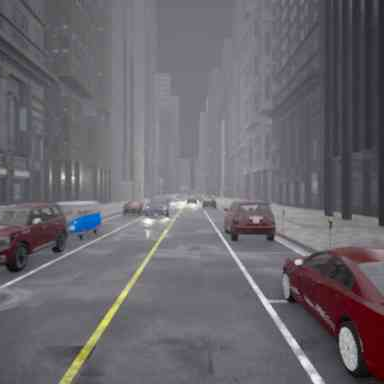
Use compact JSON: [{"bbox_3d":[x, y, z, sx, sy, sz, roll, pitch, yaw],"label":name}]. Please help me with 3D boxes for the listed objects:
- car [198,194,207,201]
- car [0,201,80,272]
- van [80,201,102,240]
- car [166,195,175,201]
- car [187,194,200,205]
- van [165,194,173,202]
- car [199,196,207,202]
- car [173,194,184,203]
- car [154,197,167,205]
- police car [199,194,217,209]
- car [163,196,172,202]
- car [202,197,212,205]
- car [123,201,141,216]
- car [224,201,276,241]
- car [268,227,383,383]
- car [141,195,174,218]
[{"bbox_3d":[2.758,1.457,89.939,2.192,1.841,5.009,0,0,0],"label":"car"},{"bbox_3d":[-5.765,1.326,11.016,2.192,1.841,5.009,0,0,0],"label":"car"},{"bbox_3d":[-5.765,1.359,16.652,1.690,1.788,3.998,0,0,0],"label":"van"},{"bbox_3d":[-5.767,1.582,89.930,1.967,1.590,4.097,0,0,0],"label":"car"},{"bbox_3d":[-0.001,1.572,63.432,1.882,1.535,5.008,0,0,0],"label":"car"},{"bbox_3d":[-5.767,1.473,84.293,1.690,1.788,3.998,0,0,0],"label":"van"},{"bbox_3d":[2.758,1.698,84.302,1.947,1.339,4.313,0,0,0],"label":"car"},{"bbox_3d":[-3.001,1.697,72.093,1.895,1.301,4.718,0,0,0],"label":"car"},{"bbox_3d":[-5.766,1.657,61.746,1.947,1.339,4.313,0,0,0],"label":"car"},{"bbox_3d":[2.365,1.488,46.273,1.930,1.638,5.238,0,0,0],"label":"police car"},{"bbox_3d":[-5.767,1.666,78.656,1.887,1.381,4.507,0,0,0],"label":"car"},{"bbox_3d":[2.759,1.617,61.927,1.752,1.417,4.829,0,0,0],"label":"car"},{"bbox_3d":[-5.765,1.586,33.562,1.887,1.381,4.507,0,0,0],"label":"car"},{"bbox_3d":[2.760,1.333,16.667,2.192,1.841,5.009,0,0,0],"label":"car"},{"bbox_3d":[2.761,1.550,5.394,1.887,1.381,4.507,0,0,0],"label":"car"},{"bbox_3d":[-3.097,1.389,30.896,2.097,1.767,4.553,0,0,0],"label":"car"}]
